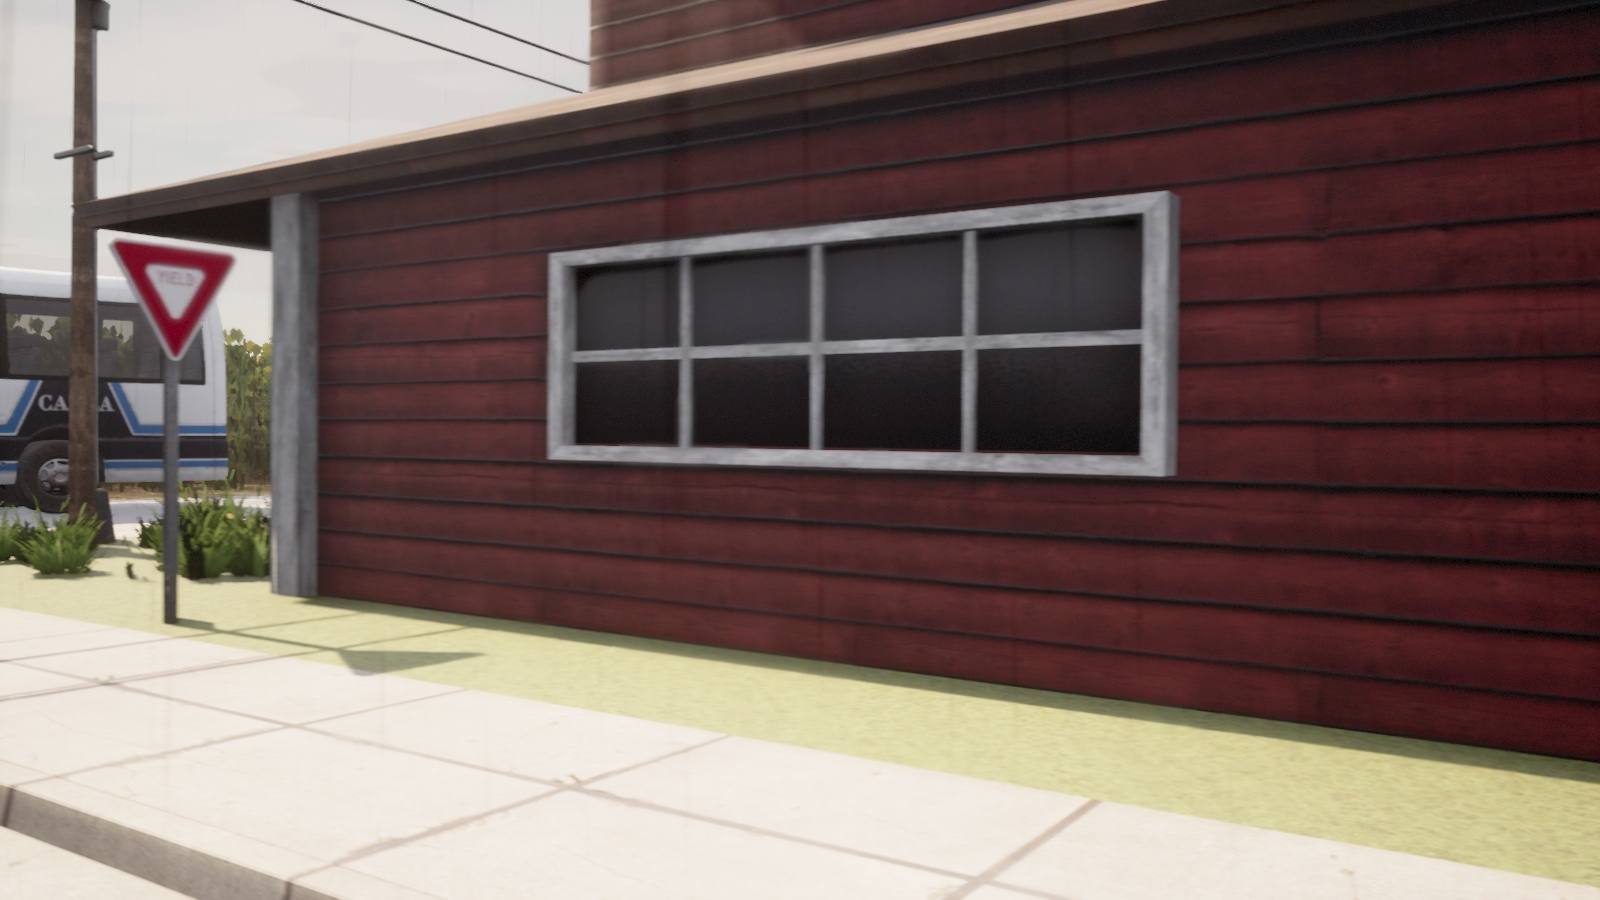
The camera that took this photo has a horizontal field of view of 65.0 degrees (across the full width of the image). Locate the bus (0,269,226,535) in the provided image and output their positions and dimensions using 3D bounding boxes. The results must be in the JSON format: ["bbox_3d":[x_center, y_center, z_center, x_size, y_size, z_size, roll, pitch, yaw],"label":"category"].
[{"bbox_3d":[-15.321,-0.732,20.214,3.944,4.253,10.273,0,1,41],"label":"bus"}]
